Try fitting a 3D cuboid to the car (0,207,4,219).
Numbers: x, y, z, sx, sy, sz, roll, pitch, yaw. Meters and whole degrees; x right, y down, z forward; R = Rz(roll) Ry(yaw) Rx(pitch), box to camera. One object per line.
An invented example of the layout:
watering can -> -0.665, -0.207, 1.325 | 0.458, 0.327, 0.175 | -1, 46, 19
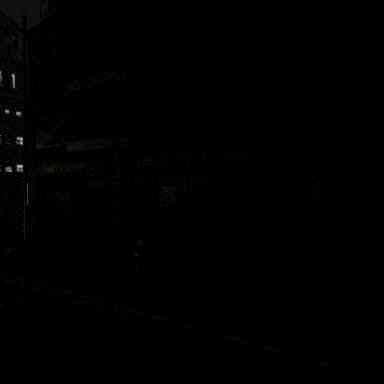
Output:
car -> -19.415, 1.645, 29.614 | 2.097, 1.767, 4.553 | 0, -1, 34
